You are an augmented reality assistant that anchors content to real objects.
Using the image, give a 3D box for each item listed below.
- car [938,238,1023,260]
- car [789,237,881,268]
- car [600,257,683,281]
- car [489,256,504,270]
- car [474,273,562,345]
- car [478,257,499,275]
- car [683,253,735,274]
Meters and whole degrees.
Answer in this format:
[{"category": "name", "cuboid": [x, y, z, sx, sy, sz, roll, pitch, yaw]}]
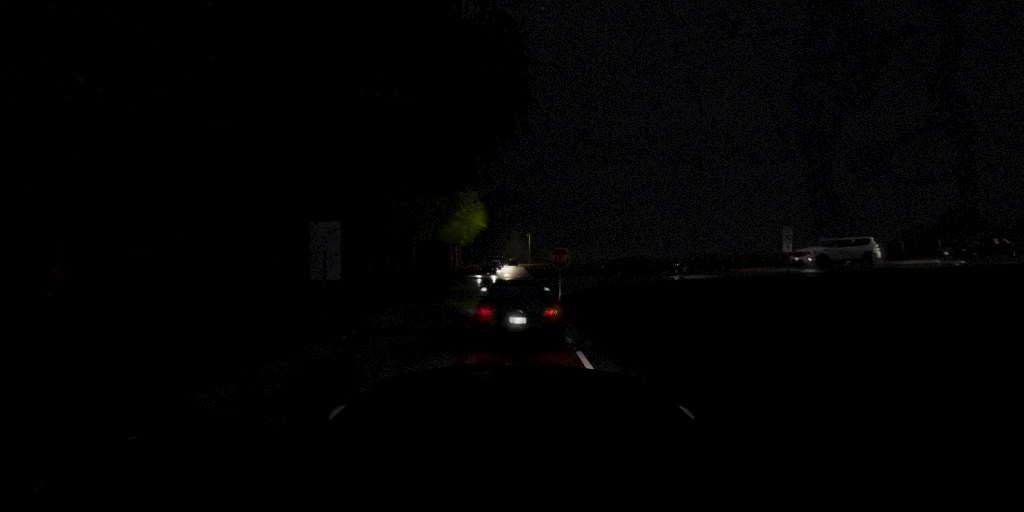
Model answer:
[{"category": "car", "cuboid": [34.670, -0.541, 26.530, 4.902, 1.511, 2.128, -3, 1, 1]}, {"category": "car", "cuboid": [23.929, -0.293, 26.669, 5.566, 2.045, 2.150, -3, 1, 0]}, {"category": "car", "cuboid": [8.442, 0.791, 24.100, 4.892, 1.490, 1.837, -3, 2, 8]}, {"category": "car", "cuboid": [-2.716, 1.004, 53.194, 2.150, 2.045, 5.566, 0, 0, -3]}, {"category": "car", "cuboid": [0.096, 1.312, 9.480, 1.994, 1.385, 4.181, 0, 0, -1]}, {"category": "car", "cuboid": [-2.704, 1.244, 39.493, 1.882, 1.535, 5.008, 0, 0, -1]}, {"category": "car", "cuboid": [14.058, 0.501, 26.791, 4.674, 1.442, 1.812, -3, 1, 1]}]
